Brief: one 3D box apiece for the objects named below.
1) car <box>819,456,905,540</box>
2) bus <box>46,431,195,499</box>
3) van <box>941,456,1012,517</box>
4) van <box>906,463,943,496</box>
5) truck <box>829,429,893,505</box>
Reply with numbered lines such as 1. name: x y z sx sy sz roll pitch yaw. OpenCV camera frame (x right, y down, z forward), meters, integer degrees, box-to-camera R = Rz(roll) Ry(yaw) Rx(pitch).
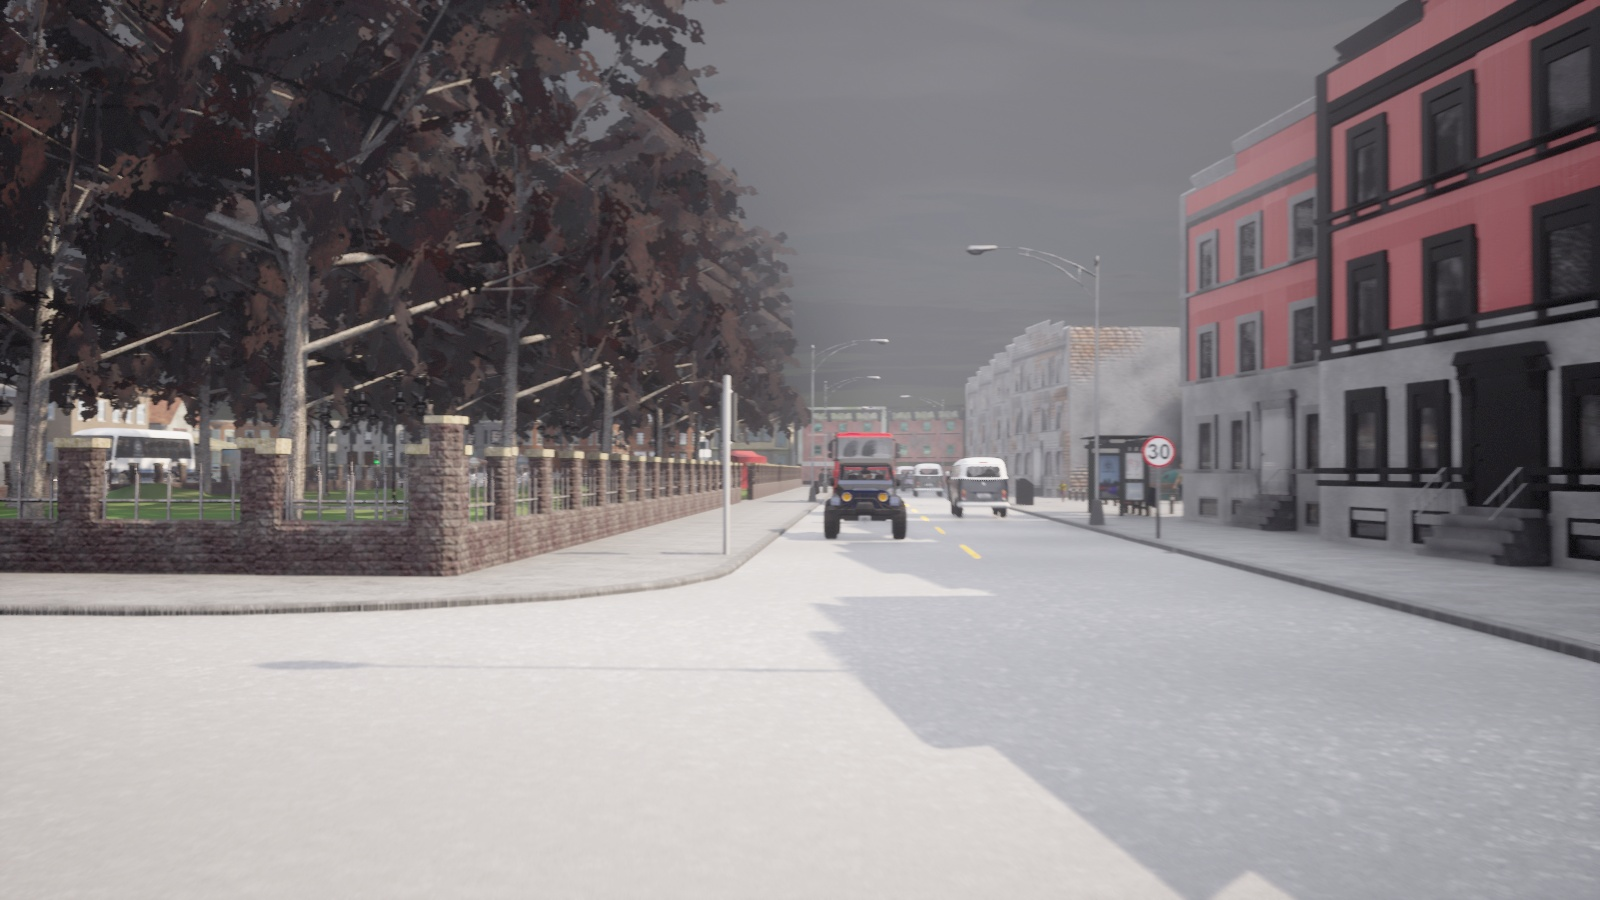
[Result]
1. car: 1.509 1.110 30.202 1.905 1.878 3.866 0 -1 3
2. bus: -45.283 1.055 84.222 3.944 4.253 10.273 0 -1 4
3. van: 6.180 1.255 44.454 2.069 2.038 4.480 0 -1 3
4. van: 7.802 1.825 78.858 2.069 2.038 4.480 0 -1 3
5. truck: 2.963 0.844 61.105 2.891 3.462 7.936 0 -1 3
